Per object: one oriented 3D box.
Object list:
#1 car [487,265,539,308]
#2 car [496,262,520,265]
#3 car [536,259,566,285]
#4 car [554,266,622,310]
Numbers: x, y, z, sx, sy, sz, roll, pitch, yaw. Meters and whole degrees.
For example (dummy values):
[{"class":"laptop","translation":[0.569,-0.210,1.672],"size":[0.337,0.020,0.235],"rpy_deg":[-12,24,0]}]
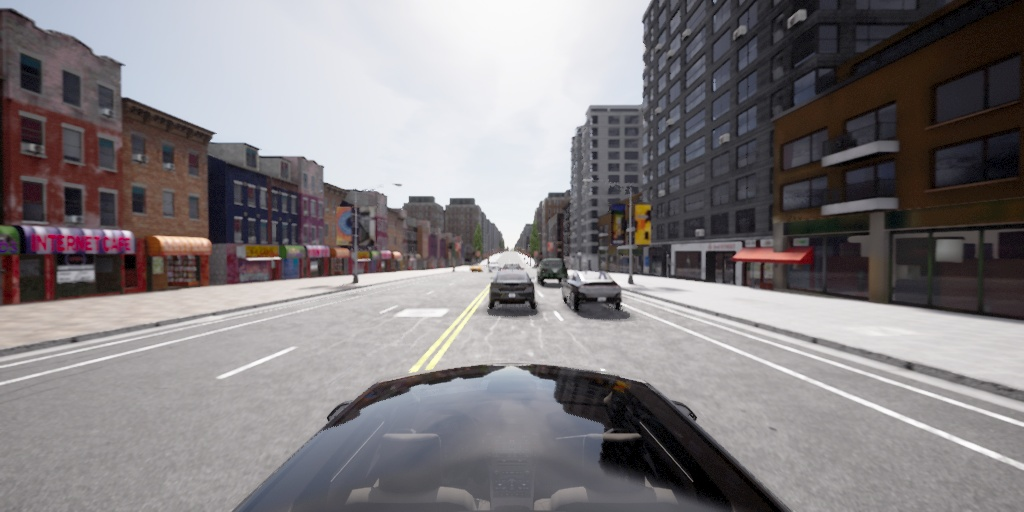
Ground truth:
[{"class":"car","translation":[0.025,1.365,16.112],"size":[1.882,1.535,5.008],"rpy_deg":[0,0,1]},{"class":"car","translation":[0.012,1.388,30.284],"size":[2.097,1.767,4.553],"rpy_deg":[0,-1,0]},{"class":"car","translation":[3.250,1.251,29.437],"size":[2.150,2.045,5.566],"rpy_deg":[0,0,0]},{"class":"car","translation":[3.266,1.373,15.385],"size":[2.128,1.511,4.902],"rpy_deg":[0,0,0]}]
